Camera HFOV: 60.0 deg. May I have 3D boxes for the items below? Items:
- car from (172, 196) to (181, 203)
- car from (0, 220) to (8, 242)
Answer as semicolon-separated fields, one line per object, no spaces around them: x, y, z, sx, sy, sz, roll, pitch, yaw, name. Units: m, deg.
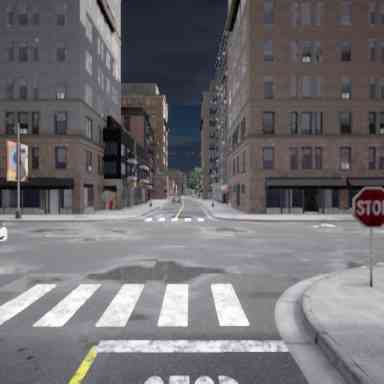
-3.160;1.577;69.046;2.128;1.511;4.902;0;0;-2;car
-9.763;1.216;11.949;5.566;2.045;2.150;0;0;0;car
